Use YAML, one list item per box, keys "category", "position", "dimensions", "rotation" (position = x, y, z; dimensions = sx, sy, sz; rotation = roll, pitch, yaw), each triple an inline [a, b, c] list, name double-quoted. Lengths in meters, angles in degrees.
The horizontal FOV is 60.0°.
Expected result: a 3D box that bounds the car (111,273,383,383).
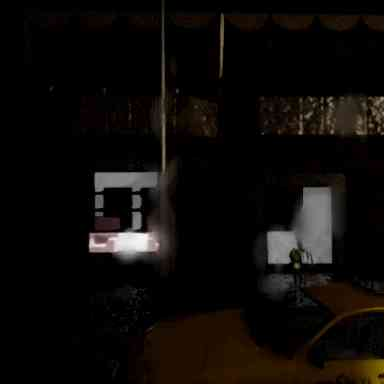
- category: "car"
  position: [1.609, 1.608, 3.566]
  dimensions: [4.829, 1.417, 1.752]
  rotation: [0, -2, -2]
